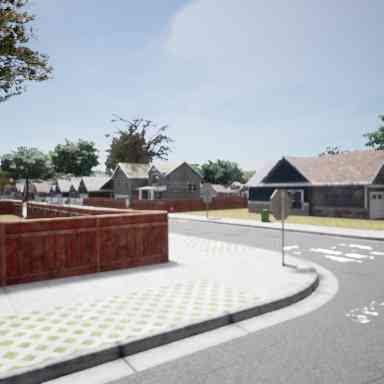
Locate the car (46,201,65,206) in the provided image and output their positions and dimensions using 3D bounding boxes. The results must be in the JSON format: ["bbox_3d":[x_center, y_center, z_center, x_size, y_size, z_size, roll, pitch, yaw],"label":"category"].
[{"bbox_3d":[-19.206,1.947,46.442,1.895,1.301,4.718,0,0,-36],"label":"car"}]
